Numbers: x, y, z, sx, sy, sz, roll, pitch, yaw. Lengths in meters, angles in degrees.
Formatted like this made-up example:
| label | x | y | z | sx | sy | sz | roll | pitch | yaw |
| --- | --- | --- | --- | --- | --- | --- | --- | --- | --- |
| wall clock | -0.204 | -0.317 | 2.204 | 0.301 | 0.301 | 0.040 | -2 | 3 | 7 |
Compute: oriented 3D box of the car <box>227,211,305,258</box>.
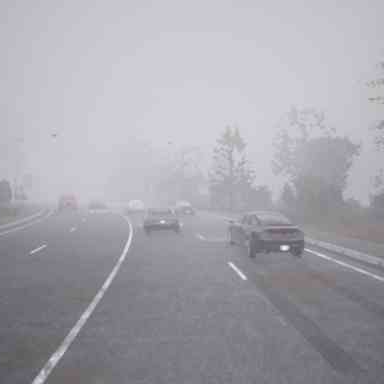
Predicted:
| label | x | y | z | sx | sy | sz | roll | pitch | yaw |
| --- | --- | --- | --- | --- | --- | --- | --- | --- | --- |
| car | 2.660 | 1.520 | 12.920 | 1.837 | 1.490 | 4.892 | 0 | 0 | -6 |

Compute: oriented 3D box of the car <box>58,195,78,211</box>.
| label | x | y | z | sx | sy | sz | roll | pitch | yaw |
| --- | --- | --- | --- | --- | --- | --- | --- | --- | --- |
| car | -16.077 | 1.432 | 43.031 | 2.150 | 2.045 | 5.566 | 0 | 0 | -23 |

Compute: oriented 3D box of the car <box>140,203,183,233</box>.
| label | x | y | z | sx | sy | sz | roll | pitch | yaw |
| --- | --- | --- | --- | --- | --- | --- | --- | --- | --- |
| car | -1.949 | 1.605 | 20.132 | 1.994 | 1.385 | 4.181 | 0 | 0 | -10 |

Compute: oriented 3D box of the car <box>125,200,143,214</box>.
| label | x | y | z | sx | sy | sz | roll | pitch | yaw |
| --- | --- | --- | --- | --- | --- | --- | --- | --- | --- |
| car | -6.354 | 1.608 | 37.180 | 1.812 | 1.442 | 4.674 | 0 | 0 | -18 |

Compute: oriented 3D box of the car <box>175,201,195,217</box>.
| label | x | y | z | sx | sy | sz | roll | pitch | yaw |
| --- | --- | --- | --- | --- | --- | --- | --- | --- | --- |
| car | -0.989 | 1.587 | 31.638 | 1.812 | 1.442 | 4.674 | 0 | 0 | -15 |

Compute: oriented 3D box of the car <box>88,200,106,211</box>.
| label | x | y | z | sx | sy | sz | roll | pitch | yaw |
| --- | --- | --- | --- | --- | --- | --- | --- | --- | --- |
| car | -12.339 | 1.666 | 43.065 | 1.994 | 1.385 | 4.181 | 0 | 0 | -22 |
